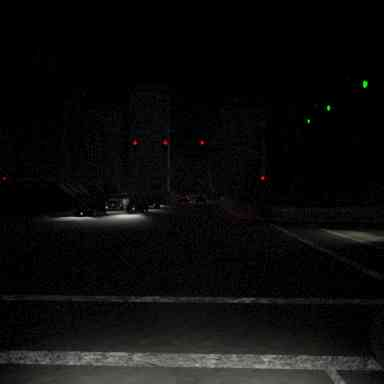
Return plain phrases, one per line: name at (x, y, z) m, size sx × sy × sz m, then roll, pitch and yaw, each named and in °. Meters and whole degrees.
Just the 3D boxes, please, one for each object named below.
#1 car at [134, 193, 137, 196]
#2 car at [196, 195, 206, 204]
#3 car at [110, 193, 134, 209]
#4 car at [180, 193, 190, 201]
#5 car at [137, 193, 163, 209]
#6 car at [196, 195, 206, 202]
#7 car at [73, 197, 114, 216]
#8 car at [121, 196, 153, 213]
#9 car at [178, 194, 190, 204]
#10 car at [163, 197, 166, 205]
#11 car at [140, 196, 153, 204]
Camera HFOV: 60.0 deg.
car at (-9.147, 1.221, 53.478) m, size 2.150 × 2.045 × 5.566 m, roll 0°, pitch 0°, yaw 1°
car at (1.741, 1.505, 65.349) m, size 1.837 × 1.490 × 4.892 m, roll 0°, pitch 0°, yaw 1°
car at (-9.423, 1.221, 42.709) m, size 2.150 × 2.045 × 5.566 m, roll 0°, pitch 0°, yaw 2°
car at (-1.530, 1.182, 74.623) m, size 2.097 × 1.767 × 4.553 m, roll 0°, pitch 0°, yaw 1°
car at (-5.819, 1.221, 46.797) m, size 2.150 × 2.045 × 5.566 m, roll 0°, pitch 0°, yaw 1°
car at (1.969, 1.352, 74.566) m, size 2.128 × 1.511 × 4.902 m, roll 0°, pitch 0°, yaw 1°
car at (-9.745, 1.547, 32.529) m, size 2.033 × 1.411 × 5.357 m, roll 0°, pitch 0°, yaw 4°
car at (-6.059, 1.491, 37.225) m, size 2.128 × 1.511 × 4.902 m, roll 0°, pitch 0°, yaw 1°
car at (-1.743, 1.564, 66.062) m, size 1.994 × 1.385 × 4.181 m, roll 0°, pitch 0°, yaw 1°
car at (-5.549, 1.547, 57.152) m, size 2.033 × 1.411 × 5.357 m, roll 0°, pitch 0°, yaw 2°
car at (-8.820, 1.526, 64.685) m, size 1.812 × 1.442 × 4.674 m, roll 0°, pitch 0°, yaw 2°
